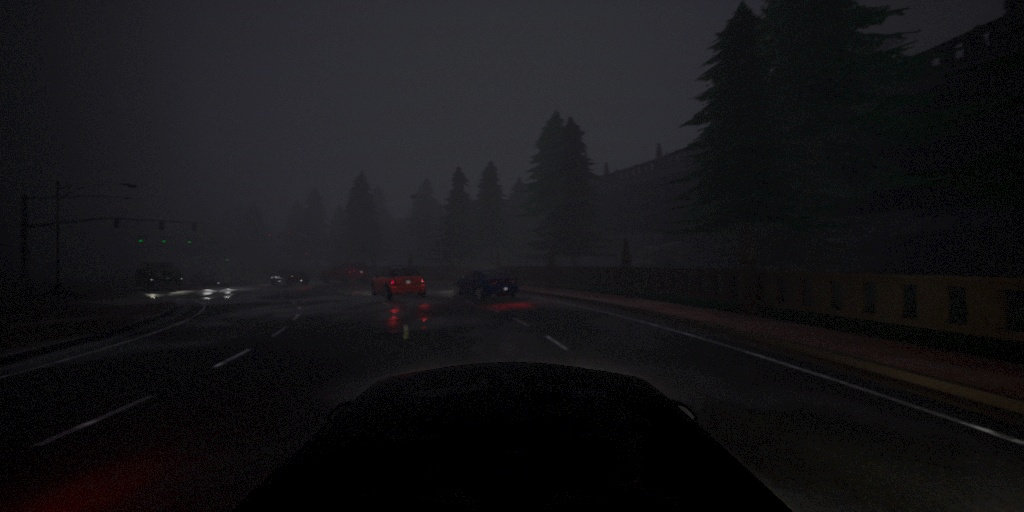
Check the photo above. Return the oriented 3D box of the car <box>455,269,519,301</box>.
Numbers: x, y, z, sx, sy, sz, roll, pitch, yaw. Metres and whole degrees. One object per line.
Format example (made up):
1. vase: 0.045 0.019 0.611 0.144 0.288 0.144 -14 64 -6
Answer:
1. car: -1.482 1.438 19.087 1.882 1.535 5.008 0 -1 -29

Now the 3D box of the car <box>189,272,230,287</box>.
1. car: -28.349 2.170 33.608 4.718 1.301 1.895 -1 -1 34

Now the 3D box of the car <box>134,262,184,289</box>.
1. car: -30.301 1.507 30.703 5.566 2.045 2.150 -1 -1 34

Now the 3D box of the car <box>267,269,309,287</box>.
1. car: -20.228 1.919 32.419 4.892 1.490 1.837 -2 -1 35

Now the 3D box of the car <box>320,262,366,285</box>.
1. car: -15.620 1.570 33.517 5.566 2.045 2.150 -1 -1 35

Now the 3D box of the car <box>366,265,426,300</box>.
1. car: -6.625 1.410 20.573 2.097 1.767 4.553 -1 0 -34
